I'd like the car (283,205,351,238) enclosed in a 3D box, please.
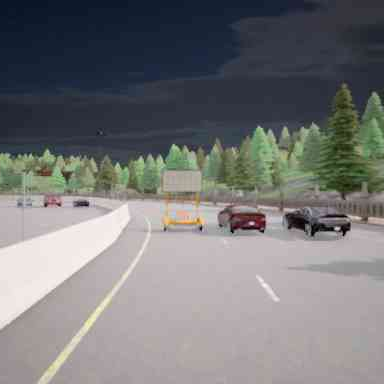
[{"bbox_3d":[6.441,1.460,17.714,2.128,1.511,4.902,0,0,-6],"label":"car"}]

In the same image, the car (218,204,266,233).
[{"bbox_3d":[2.764,1.443,19.349,1.882,1.535,5.008,0,0,-6],"label":"car"}]

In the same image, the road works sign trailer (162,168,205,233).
[{"bbox_3d":[-0.598,0.429,19.503,2.380,3.560,2.880,0,0,-10],"label":"road works sign trailer"}]
